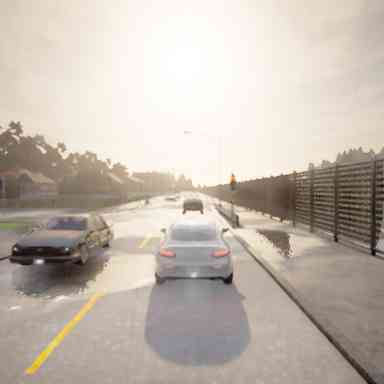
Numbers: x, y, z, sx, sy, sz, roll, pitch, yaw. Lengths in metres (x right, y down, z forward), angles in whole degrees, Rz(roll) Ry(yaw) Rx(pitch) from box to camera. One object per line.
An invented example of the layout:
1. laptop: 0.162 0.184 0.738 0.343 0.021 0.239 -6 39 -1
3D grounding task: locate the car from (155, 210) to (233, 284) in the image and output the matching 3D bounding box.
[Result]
1. car: 0.055 1.453 9.227 1.812 1.442 4.674 0 0 0

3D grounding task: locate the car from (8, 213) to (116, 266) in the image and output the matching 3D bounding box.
1. car: -4.065 1.456 11.524 2.033 1.411 5.357 0 0 0

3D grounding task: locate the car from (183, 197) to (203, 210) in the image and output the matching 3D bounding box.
1. car: 0.092 1.223 32.508 1.882 1.535 5.008 0 0 0

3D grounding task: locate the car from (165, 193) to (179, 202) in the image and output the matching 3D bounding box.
1. car: -4.009 1.054 63.192 2.033 1.411 5.357 0 0 0

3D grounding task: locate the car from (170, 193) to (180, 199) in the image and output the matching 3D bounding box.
1. car: -3.992 0.916 78.858 2.033 1.411 5.357 0 0 0
